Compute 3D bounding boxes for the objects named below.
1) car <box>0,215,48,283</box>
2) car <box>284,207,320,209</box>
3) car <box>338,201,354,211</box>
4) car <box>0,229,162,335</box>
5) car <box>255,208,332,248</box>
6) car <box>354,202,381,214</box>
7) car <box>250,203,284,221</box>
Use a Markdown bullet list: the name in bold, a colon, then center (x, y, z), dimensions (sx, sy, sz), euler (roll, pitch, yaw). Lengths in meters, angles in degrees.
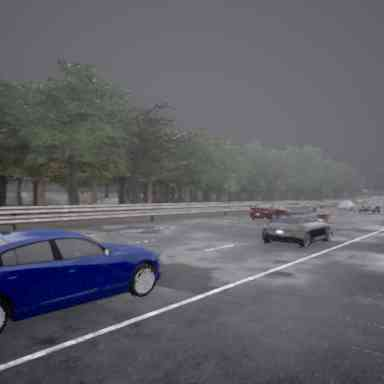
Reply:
- **car**: center (-6.194, 1.454, 7.751), dimensions (1.837, 1.490, 4.892), euler (1, 0, 41)
- **car**: center (9.255, 1.808, 25.959), dimensions (1.895, 1.301, 4.718), euler (1, 0, 39)
- **car**: center (22.755, 2.026, 48.523), dimensions (1.812, 1.442, 4.674), euler (1, 0, 38)
- **car**: center (-2.760, 1.467, 6.513), dimensions (1.882, 1.535, 5.008), euler (1, 0, 41)
- **car**: center (5.006, 1.679, 15.563), dimensions (1.994, 1.385, 4.181), euler (1, 0, 40)
- **car**: center (23.286, 2.028, 43.483), dimensions (2.033, 1.411, 5.357), euler (1, 0, 38)
- **car**: center (6.840, 1.661, 28.535), dimensions (1.882, 1.535, 5.008), euler (1, 0, 39)
